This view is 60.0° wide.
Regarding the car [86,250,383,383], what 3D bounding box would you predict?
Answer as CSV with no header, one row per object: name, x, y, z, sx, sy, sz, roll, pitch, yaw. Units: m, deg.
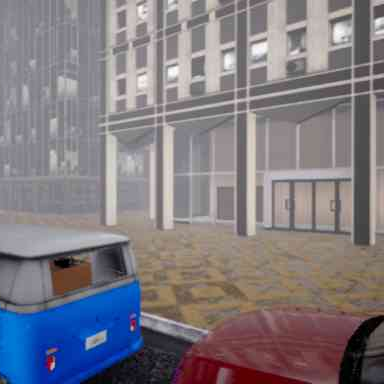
car,2.082,1.308,1.377,5.009,1.841,2.192,-1,0,36

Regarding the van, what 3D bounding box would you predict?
van,-2.544,1.375,4.678,3.998,1.788,1.690,-1,0,35
